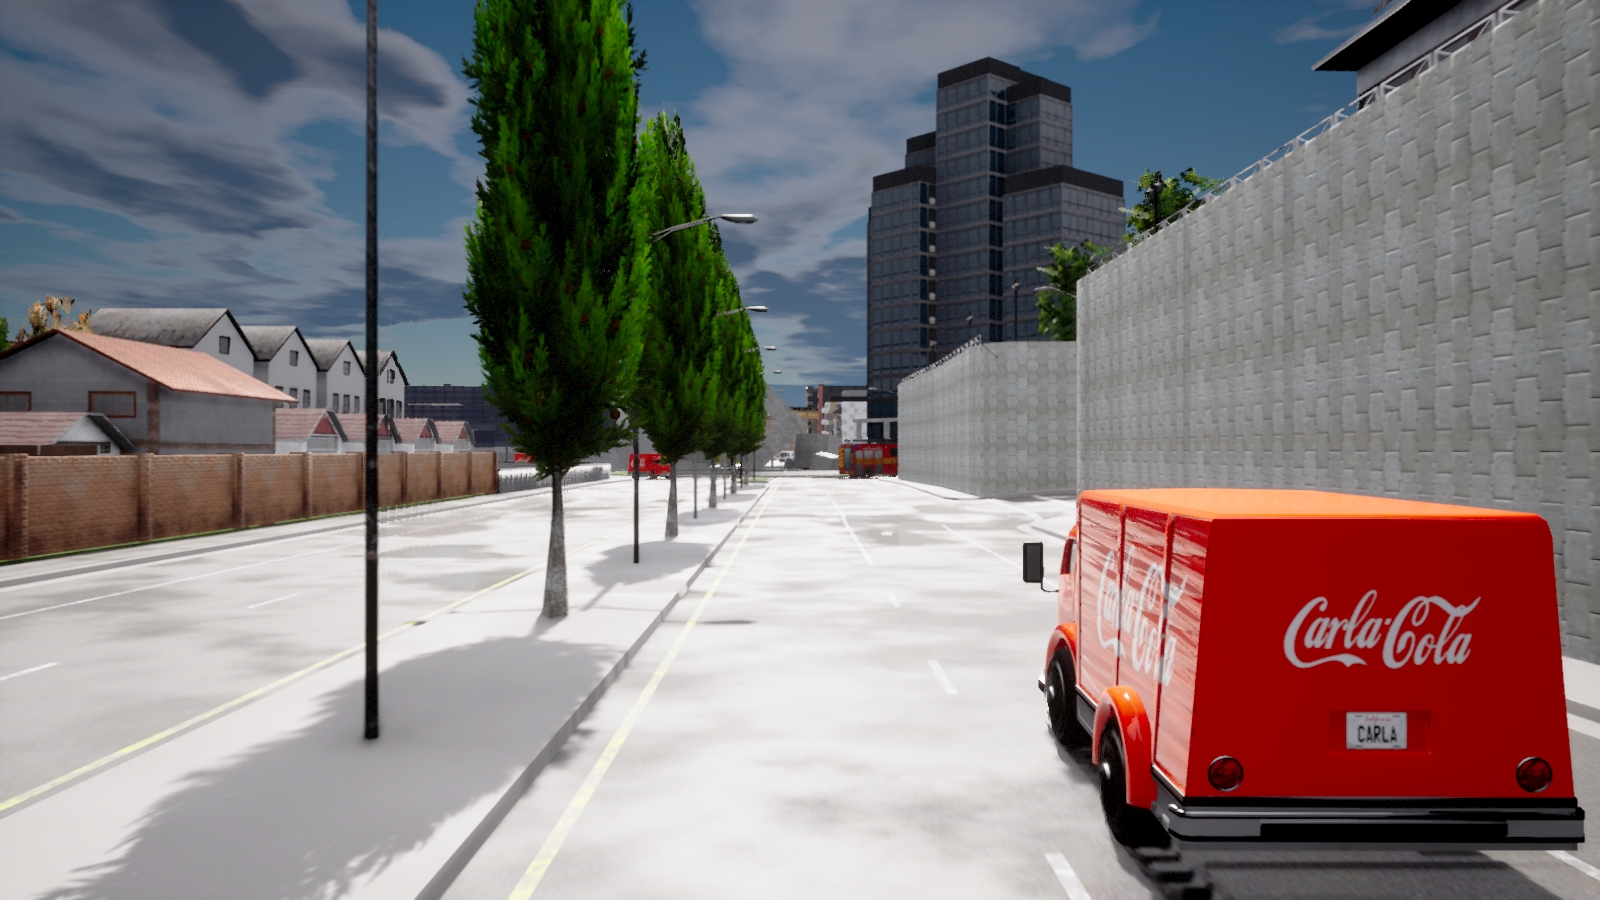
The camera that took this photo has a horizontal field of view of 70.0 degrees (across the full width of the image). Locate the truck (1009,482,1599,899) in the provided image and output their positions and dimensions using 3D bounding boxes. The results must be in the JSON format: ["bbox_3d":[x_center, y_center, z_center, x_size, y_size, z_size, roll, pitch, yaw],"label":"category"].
[{"bbox_3d":[3.476,1.568,9.335,2.627,2.467,5.204,0,0,1],"label":"truck"}]
